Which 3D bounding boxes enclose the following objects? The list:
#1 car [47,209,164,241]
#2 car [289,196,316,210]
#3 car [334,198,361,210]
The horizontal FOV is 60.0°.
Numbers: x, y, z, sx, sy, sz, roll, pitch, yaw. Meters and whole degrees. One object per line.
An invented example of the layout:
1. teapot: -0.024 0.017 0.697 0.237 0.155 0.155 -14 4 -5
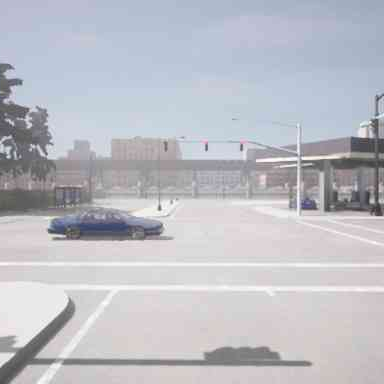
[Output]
1. car: -4.083 1.540 16.120 5.357 1.411 2.033 0 0 1
2. car: 13.196 1.275 39.881 2.242 1.667 4.611 0 0 0
3. car: 18.941 1.436 40.645 1.970 1.475 3.806 0 0 0
